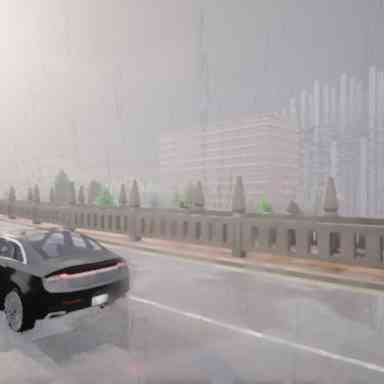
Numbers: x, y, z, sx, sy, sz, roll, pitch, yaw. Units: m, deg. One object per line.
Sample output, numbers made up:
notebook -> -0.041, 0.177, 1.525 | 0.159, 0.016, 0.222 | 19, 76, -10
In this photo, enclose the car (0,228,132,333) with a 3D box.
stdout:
car -> -3.320, 1.505, 6.895 | 4.902, 1.511, 2.128 | 0, 0, 40
